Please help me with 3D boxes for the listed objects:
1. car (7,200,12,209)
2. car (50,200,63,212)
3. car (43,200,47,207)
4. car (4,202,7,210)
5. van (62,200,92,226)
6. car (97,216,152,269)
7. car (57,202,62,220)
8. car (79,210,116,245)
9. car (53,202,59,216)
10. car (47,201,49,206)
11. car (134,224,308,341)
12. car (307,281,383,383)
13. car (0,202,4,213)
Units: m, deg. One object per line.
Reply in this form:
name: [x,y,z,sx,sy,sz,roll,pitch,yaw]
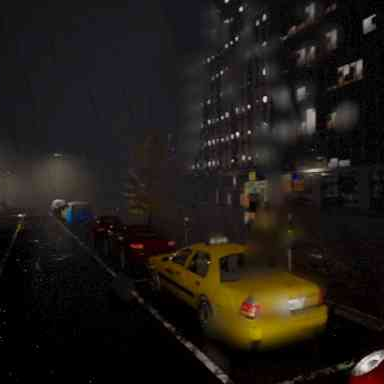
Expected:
car: [-35.726,2.622,62.807,1.947,1.339,4.313,-1,-1,-26]
car: [-16.232,2.045,41.513,1.967,1.590,4.097,-1,0,-26]
car: [-35.334,2.809,81.380,1.887,1.381,4.507,-1,-1,-26]
car: [-30.950,2.473,52.840,1.802,1.307,4.206,-1,-1,-26]
van: [-9.069,1.708,26.564,1.690,1.788,3.998,-1,0,-26]
car: [-1.902,1.720,11.612,1.802,1.307,4.206,-1,0,-26]
car: [-11.527,1.973,31.698,1.752,1.417,4.829,-1,0,-26]
car: [-4.290,1.796,16.594,1.802,1.307,4.206,-1,0,-26]
car: [-13.842,2.090,36.529,1.947,1.339,4.313,-1,0,-26]
car: [-21.080,2.294,51.632,1.752,1.417,4.829,-1,-1,-26]
car: [0.412,1.590,6.781,1.752,1.417,4.829,-1,0,-26]
car: [2.873,1.427,1.645,1.967,1.590,4.097,-1,0,-26]
car: [-28.563,2.392,47.857,1.802,1.307,4.206,-1,-1,-26]
